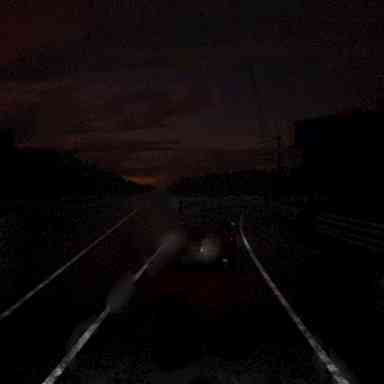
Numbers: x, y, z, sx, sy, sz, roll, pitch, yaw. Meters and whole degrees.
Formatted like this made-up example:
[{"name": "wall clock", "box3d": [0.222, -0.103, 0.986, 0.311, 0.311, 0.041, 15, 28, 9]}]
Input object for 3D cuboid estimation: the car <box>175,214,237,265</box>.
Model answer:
[{"name": "car", "box3d": [0.531, 1.519, 11.897, 1.882, 1.535, 5.008, 0, 0, 4]}]
